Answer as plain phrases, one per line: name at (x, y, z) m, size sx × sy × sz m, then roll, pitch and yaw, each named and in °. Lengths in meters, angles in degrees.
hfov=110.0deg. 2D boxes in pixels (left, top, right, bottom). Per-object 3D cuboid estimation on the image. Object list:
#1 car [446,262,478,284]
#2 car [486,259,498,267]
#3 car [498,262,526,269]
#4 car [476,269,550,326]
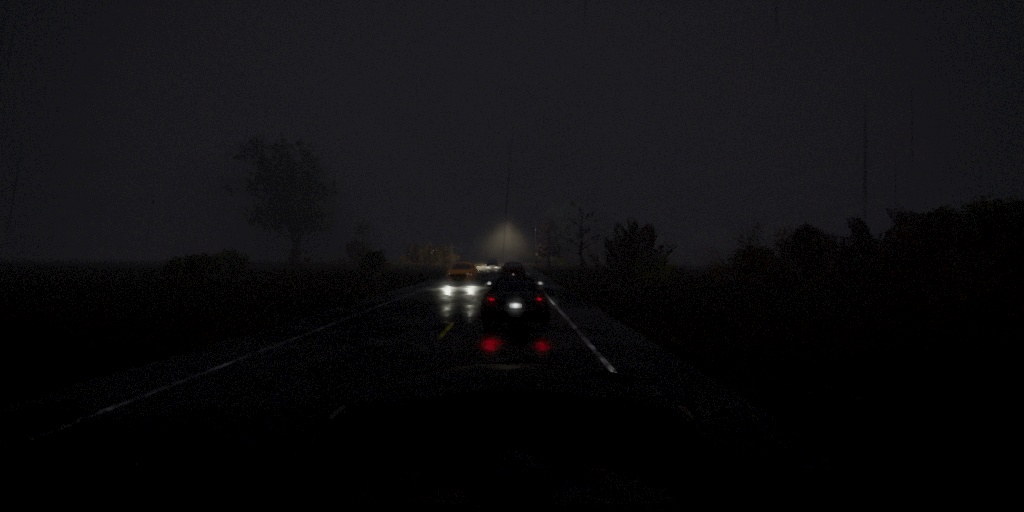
car at (-3.604, 1.201, 26.508) m, size 1.882 × 1.535 × 5.008 m, roll 0°, pitch 0°, yaw 0°
car at (-3.536, 1.199, 64.767) m, size 1.812 × 1.442 × 4.674 m, roll 0°, pitch 0°, yaw 1°
car at (0.093, 1.198, 29.168) m, size 1.882 × 1.535 × 5.008 m, roll 0°, pitch 0°, yaw 0°
car at (0.098, 1.304, 11.638) m, size 1.994 × 1.385 × 4.181 m, roll 0°, pitch 0°, yaw 0°
